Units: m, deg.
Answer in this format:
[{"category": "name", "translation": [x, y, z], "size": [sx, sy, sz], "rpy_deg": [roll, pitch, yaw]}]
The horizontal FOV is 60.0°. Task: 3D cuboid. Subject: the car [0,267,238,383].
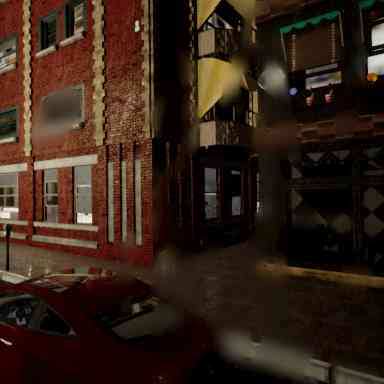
[{"category": "car", "translation": [-1.501, 1.583, 3.923], "size": [4.206, 1.307, 1.802], "rpy_deg": [0, -1, 36]}]
